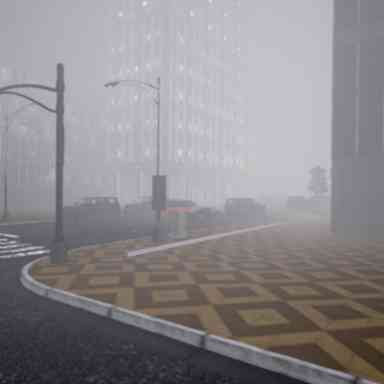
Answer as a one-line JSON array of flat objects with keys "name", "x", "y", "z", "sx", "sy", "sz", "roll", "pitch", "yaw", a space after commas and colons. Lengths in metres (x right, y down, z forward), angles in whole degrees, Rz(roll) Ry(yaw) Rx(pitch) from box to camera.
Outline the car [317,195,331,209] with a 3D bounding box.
[{"name": "car", "x": 18.107, "y": 1.439, "z": 47.895, "sx": 2.192, "sy": 1.841, "sz": 5.009, "roll": 1, "pitch": 0, "yaw": 35}]

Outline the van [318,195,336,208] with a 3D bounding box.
[{"name": "van", "x": 21.314, "y": 1.471, "z": 52.421, "sx": 1.690, "sy": 1.788, "sz": 3.998, "roll": 1, "pitch": 0, "yaw": 35}]

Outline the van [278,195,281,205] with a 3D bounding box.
[{"name": "van", "x": 14.886, "y": 1.356, "z": 56.977, "sx": 1.690, "sy": 1.788, "sz": 3.998, "roll": 1, "pitch": 0, "yaw": 35}]

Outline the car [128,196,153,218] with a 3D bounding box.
[{"name": "car", "x": -4.014, "y": 1.287, "z": 30.537, "sx": 2.192, "sy": 1.841, "sz": 5.009, "roll": 1, "pitch": 0, "yaw": 35}]

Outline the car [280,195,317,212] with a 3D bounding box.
[{"name": "car", "x": 13.122, "y": 1.429, "z": 40.771, "sx": 2.192, "sy": 1.841, "sz": 5.009, "roll": 1, "pitch": 0, "yaw": 35}]

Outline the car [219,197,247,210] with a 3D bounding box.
[{"name": "car", "x": 5.503, "y": 1.435, "z": 43.854, "sx": 1.967, "sy": 1.590, "sz": 4.097, "roll": 1, "pitch": 0, "yaw": 35}]

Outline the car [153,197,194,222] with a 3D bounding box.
[{"name": "car", "x": -0.565, "y": 1.402, "z": 25.985, "sx": 2.097, "sy": 1.767, "sz": 4.553, "roll": 1, "pitch": 1, "yaw": 35}]

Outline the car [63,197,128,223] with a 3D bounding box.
[{"name": "car", "x": -7.675, "y": 1.279, "z": 25.371, "sx": 2.192, "sy": 1.841, "sz": 5.009, "roll": 1, "pitch": 0, "yaw": 35}]

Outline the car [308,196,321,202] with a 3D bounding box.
[{"name": "car", "x": 27.714, "y": 1.621, "z": 75.083, "sx": 1.802, "sy": 1.307, "sz": 4.206, "roll": 1, "pitch": 0, "yaw": 35}]

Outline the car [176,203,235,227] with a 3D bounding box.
[{"name": "car", "x": 1.044, "y": 1.670, "z": 23.604, "sx": 1.802, "sy": 1.307, "sz": 4.206, "roll": 1, "pitch": 0, "yaw": 35}]

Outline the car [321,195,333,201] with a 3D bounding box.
[{"name": "car", "x": 34.033, "y": 1.575, "z": 83.995, "sx": 1.752, "sy": 1.417, "sz": 4.829, "roll": 1, "pitch": 1, "yaw": 35}]

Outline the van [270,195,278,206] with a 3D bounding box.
[{"name": "van", "x": 11.678, "y": 1.349, "z": 52.452, "sx": 1.690, "sy": 1.788, "sz": 3.998, "roll": 1, "pitch": 0, "yaw": 35}]

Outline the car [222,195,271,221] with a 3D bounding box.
[{"name": "car", "x": 4.539, "y": 1.411, "z": 28.529, "sx": 2.192, "sy": 1.841, "sz": 5.009, "roll": 1, "pitch": 0, "yaw": 35}]
